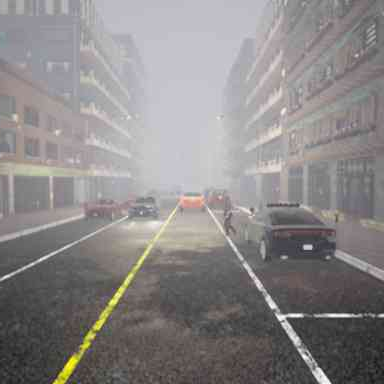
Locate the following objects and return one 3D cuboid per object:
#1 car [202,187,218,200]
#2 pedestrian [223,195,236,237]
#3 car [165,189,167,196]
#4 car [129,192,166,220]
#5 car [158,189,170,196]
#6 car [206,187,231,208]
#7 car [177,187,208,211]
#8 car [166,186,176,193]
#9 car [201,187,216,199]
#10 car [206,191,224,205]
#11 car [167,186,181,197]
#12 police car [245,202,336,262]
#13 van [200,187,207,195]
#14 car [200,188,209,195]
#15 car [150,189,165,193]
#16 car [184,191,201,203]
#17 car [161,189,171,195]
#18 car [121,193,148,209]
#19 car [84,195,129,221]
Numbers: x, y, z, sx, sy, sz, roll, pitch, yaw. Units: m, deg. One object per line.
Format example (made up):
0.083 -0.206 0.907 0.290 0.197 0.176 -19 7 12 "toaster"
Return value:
2.685 0.209 50.316 2.192 1.841 5.009 -1 1 0 "car"
1.531 0.973 14.191 0.375 1.860 0.375 -1 2 0 "pedestrian"
-5.691 0.317 56.009 1.887 1.381 4.507 -1 1 0 "car"
-3.095 0.995 22.725 1.837 1.490 4.892 0 1 0 "car"
-5.688 0.096 67.377 1.947 1.339 4.313 -1 1 0 "car"
2.682 0.576 33.266 2.192 1.841 5.009 -1 1 0 "car"
0.050 0.695 29.505 2.097 1.767 4.553 0 1 0 "car"
-5.689 -0.631 90.105 2.192 1.841 5.009 -1 1 0 "car"
2.686 0.087 56.000 2.192 1.841 5.009 -1 1 0 "car"
2.686 0.660 39.124 1.752 1.417 4.829 -1 1 0 "car"
-3.014 -0.174 64.648 2.150 2.045 5.566 0 1 1 "car"
3.002 1.171 11.197 1.930 1.638 5.238 0 1 0 "police car"
2.690 -0.368 78.734 1.690 1.788 3.998 -1 1 0 "van"
2.692 -0.068 73.224 1.752 1.417 4.829 -1 1 0 "car"
-5.693 0.334 50.324 1.967 1.590 4.097 -1 1 0 "car"
0.079 0.563 44.657 2.033 1.411 5.357 0 1 0 "car"
-5.688 -0.024 73.060 1.947 1.339 4.313 -1 1 0 "car"
-5.695 0.806 33.276 1.887 1.381 4.507 -1 1 0 "car"
-5.697 1.053 21.909 1.887 1.381 4.507 -1 1 0 "car"
